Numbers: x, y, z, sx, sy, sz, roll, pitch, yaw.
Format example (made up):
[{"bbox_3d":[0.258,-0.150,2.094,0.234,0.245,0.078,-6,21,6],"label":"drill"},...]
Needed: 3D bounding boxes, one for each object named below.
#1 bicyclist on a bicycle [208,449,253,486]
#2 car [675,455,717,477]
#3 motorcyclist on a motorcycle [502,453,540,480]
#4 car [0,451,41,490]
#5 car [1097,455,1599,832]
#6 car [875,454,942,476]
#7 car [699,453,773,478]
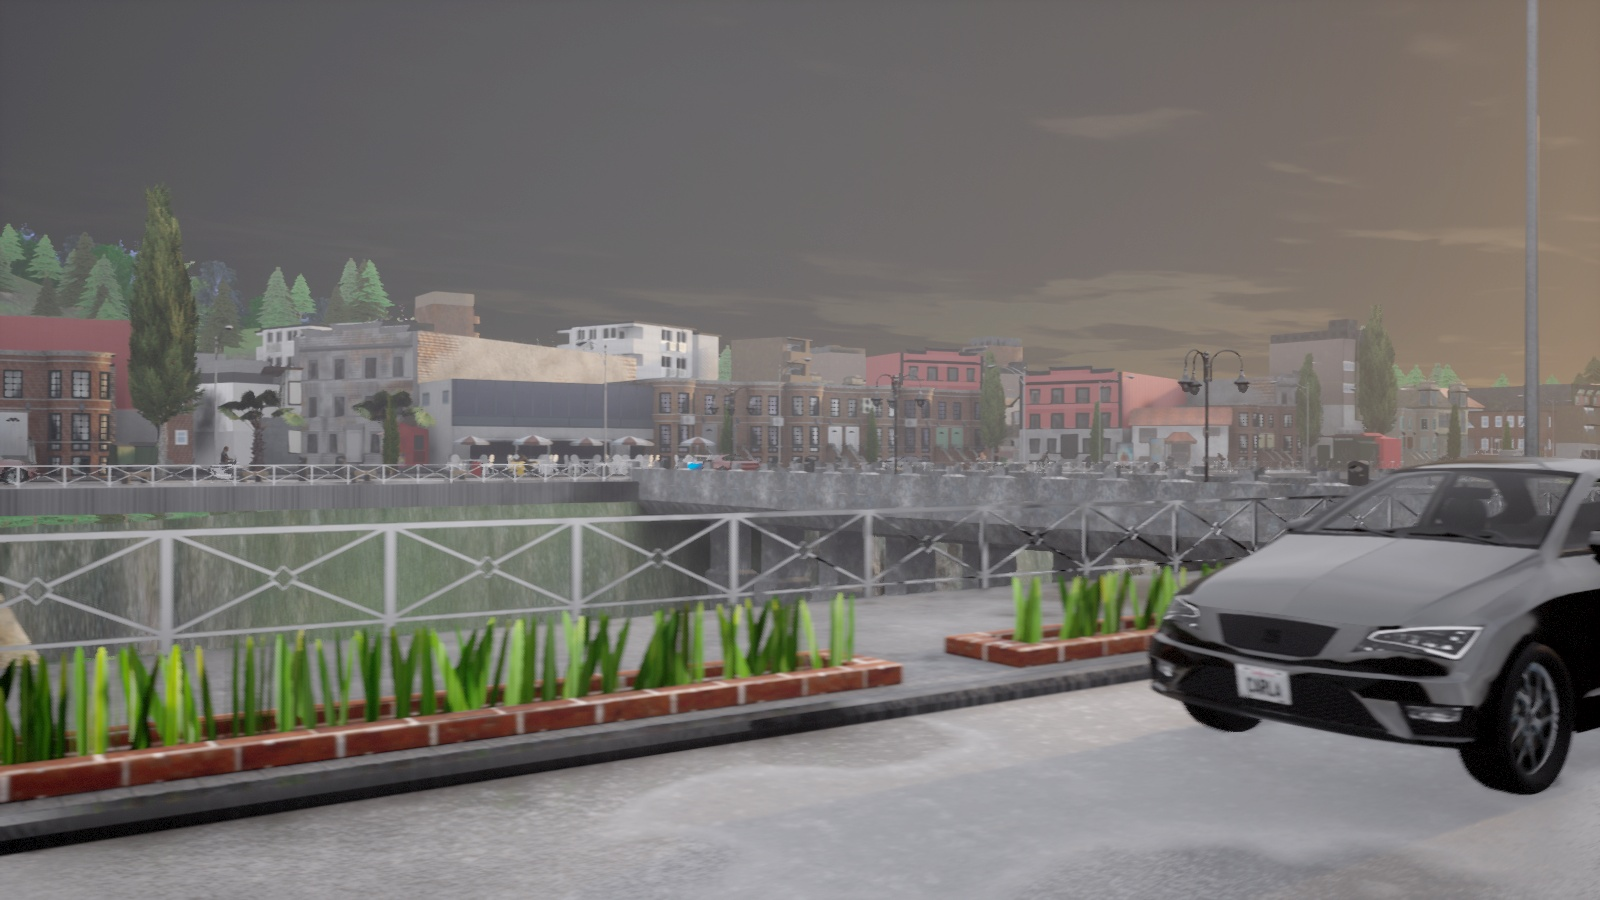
[{"bbox_3d":[-27.368,0.821,60.362,1.843,1.776,0.659,0,0,-35],"label":"bicyclist on a bicycle"},{"bbox_3d":[-6.623,1.009,79.689,2.207,1.376,1.481,0,0,-35],"label":"car"},{"bbox_3d":[-16.220,0.940,73.003,2.044,1.523,0.797,0,0,-35],"label":"motorcyclist on a motorcycle"},{"bbox_3d":[-35.836,0.884,54.462,4.856,1.649,2.033,0,0,-35],"label":"car"},{"bbox_3d":[3.764,0.767,6.889,4.193,1.474,1.816,0,0,-35],"label":"car"},{"bbox_3d":[7.299,1.000,84.514,4.181,1.385,1.994,0,0,-35],"label":"car"},{"bbox_3d":[-3.900,0.955,76.713,4.193,1.474,1.816,0,0,-35],"label":"car"}]
